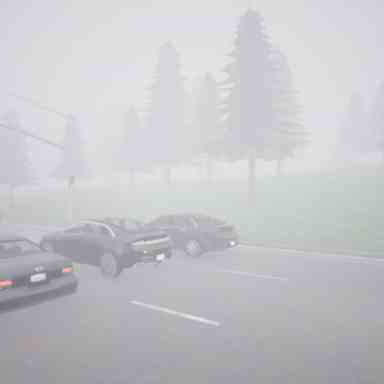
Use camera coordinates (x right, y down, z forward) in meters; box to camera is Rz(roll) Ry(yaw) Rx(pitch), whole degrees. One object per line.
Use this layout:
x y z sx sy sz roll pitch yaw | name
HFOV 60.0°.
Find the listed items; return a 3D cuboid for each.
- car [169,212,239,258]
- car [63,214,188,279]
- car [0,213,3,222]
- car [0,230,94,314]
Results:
-0.558 1.553 12.987 4.892 1.490 1.837 0 0 35 | car
-2.810 1.541 10.293 4.902 1.511 2.128 0 0 35 | car
-15.582 1.707 23.695 5.357 1.411 2.033 0 0 35 | car
-4.799 1.597 7.412 5.357 1.411 2.033 0 0 35 | car
